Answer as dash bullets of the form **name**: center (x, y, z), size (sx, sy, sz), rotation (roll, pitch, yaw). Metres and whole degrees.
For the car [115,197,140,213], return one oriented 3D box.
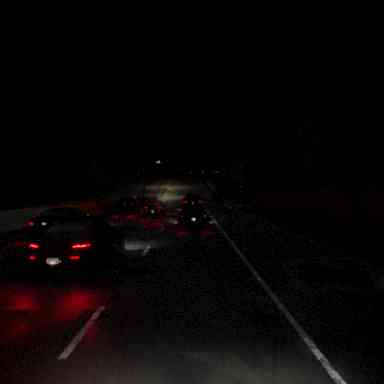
- **car**: center (-6.899, 1.339, 36.129), size (2.097, 1.767, 4.553), rotation (0, 0, 0)

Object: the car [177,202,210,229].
- **car**: center (0.099, 1.555, 21.440), size (1.994, 1.385, 4.181), rotation (0, 0, 0)

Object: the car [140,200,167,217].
- **car**: center (-3.403, 1.514, 31.135), size (1.812, 1.442, 4.674), rotation (0, 0, 0)

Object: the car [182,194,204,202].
- **car**: center (0.097, 1.208, 36.211), size (2.150, 2.045, 5.566), rotation (0, 0, 0)

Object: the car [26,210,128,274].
- **car**: center (-3.401, 1.522, 10.430), size (1.812, 1.442, 4.674), rotation (0, 0, 0)

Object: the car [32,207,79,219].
- **car**: center (-6.901, 1.541, 17.988), size (2.033, 1.411, 5.357), rotation (0, 0, 0)
